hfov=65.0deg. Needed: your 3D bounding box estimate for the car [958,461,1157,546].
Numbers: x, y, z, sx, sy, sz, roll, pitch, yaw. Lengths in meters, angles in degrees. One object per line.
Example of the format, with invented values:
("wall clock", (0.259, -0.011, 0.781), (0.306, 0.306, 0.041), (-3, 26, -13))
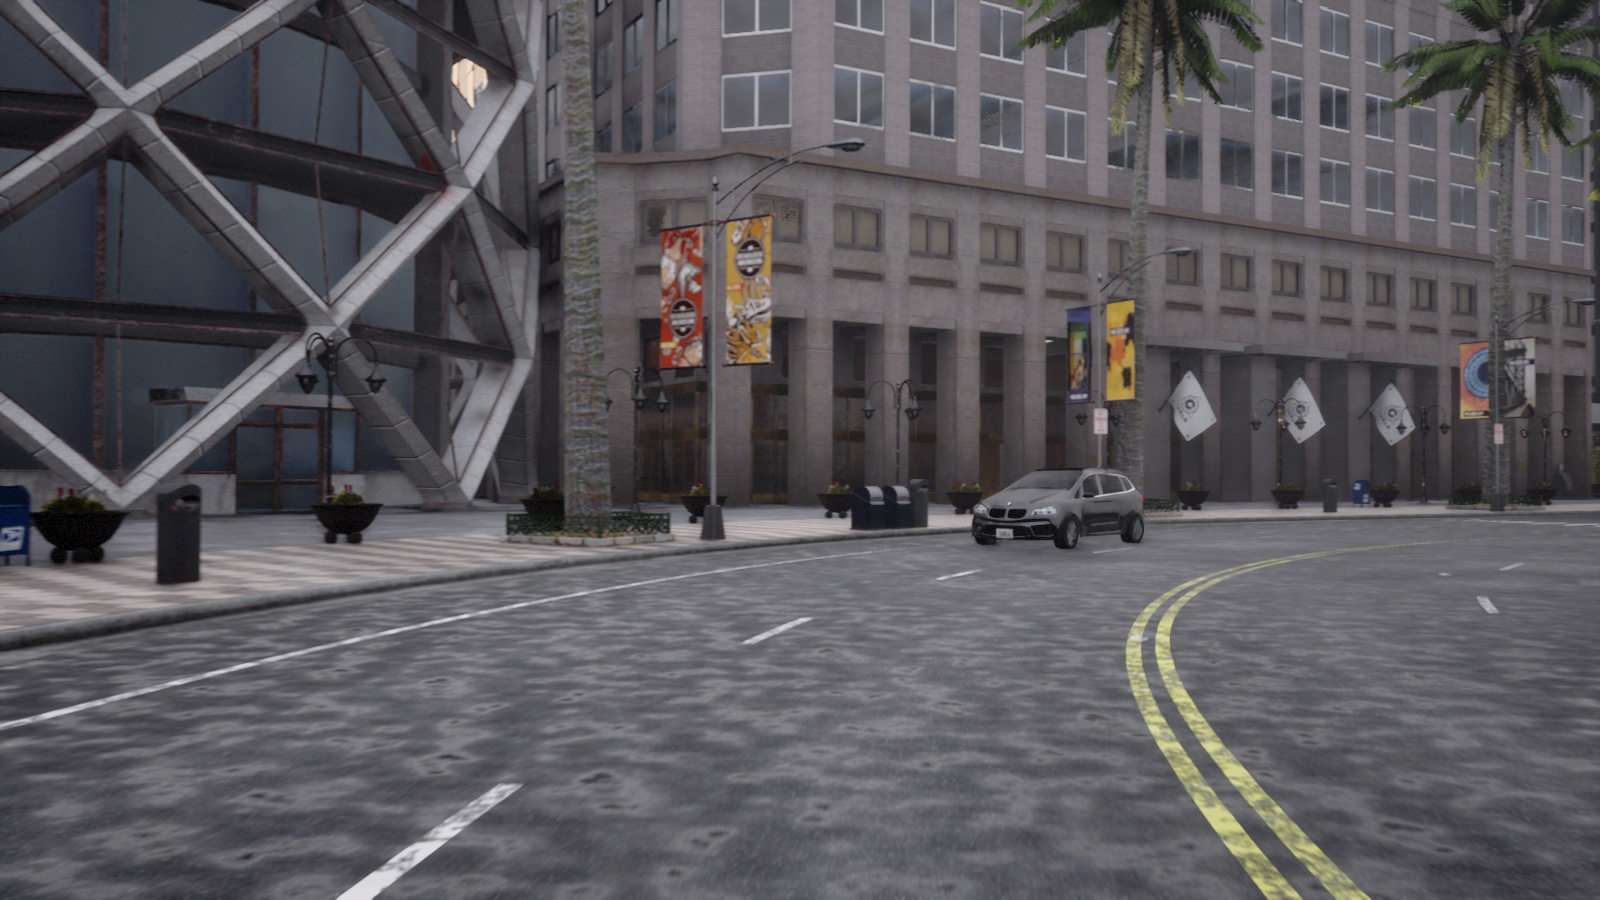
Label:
("car", (5.650, 1.098, 27.190), (2.242, 1.667, 4.611), (-1, -1, 41))
